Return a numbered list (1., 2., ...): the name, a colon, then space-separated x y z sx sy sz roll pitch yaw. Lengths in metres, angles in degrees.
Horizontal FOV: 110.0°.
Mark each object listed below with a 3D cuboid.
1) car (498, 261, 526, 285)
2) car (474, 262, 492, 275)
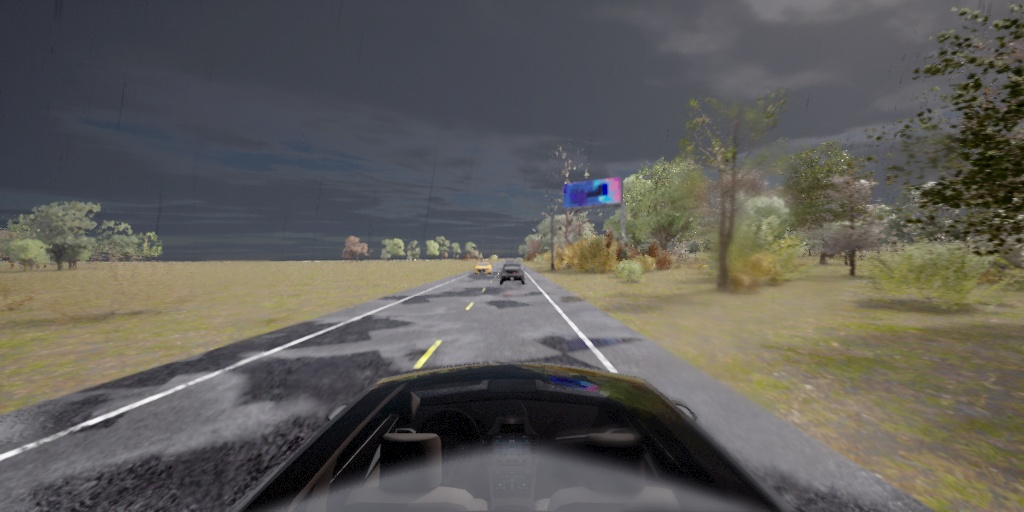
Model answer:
1. car: 0.028 1.356 27.742 1.837 1.490 4.892 -1 0 1
2. car: -3.481 1.455 43.907 1.882 1.535 5.008 -1 0 0
